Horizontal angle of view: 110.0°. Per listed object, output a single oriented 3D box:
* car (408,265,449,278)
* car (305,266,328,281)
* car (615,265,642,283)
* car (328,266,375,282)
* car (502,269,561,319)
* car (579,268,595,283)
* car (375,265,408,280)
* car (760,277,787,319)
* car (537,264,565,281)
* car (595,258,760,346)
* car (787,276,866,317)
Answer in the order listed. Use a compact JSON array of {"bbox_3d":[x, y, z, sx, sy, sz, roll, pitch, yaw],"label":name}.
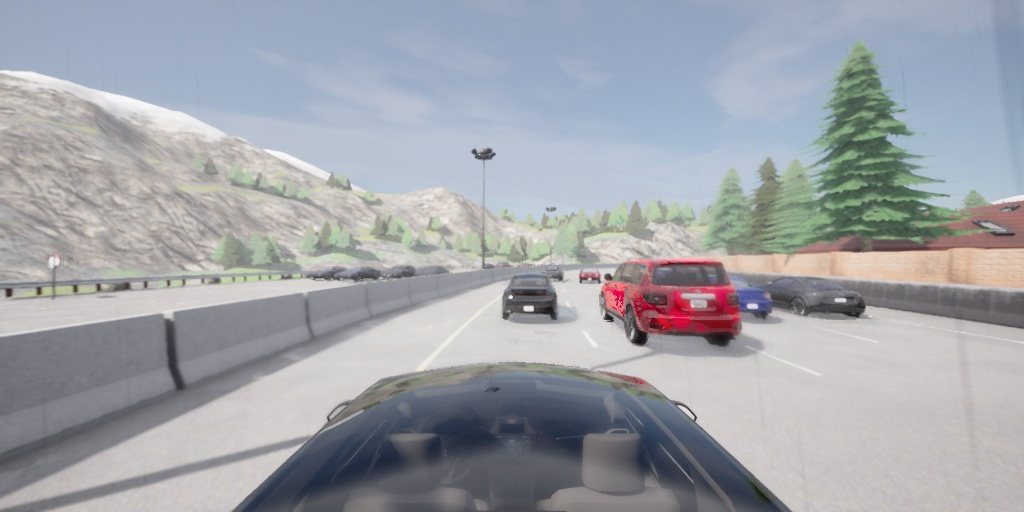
[{"bbox_3d":[-7.320,1.612,32.943,1.837,1.490,4.892,0,-1,12],"label":"car"},{"bbox_3d":[-17.620,1.654,35.134,2.033,1.411,5.357,0,-1,11],"label":"car"},{"bbox_3d":[11.106,1.666,34.495,2.128,1.511,4.902,0,-1,13],"label":"car"},{"bbox_3d":[-14.322,1.646,33.764,2.033,1.411,5.357,0,-1,11],"label":"car"},{"bbox_3d":[0.717,1.399,13.498,1.837,1.490,4.892,0,-1,5],"label":"car"},{"bbox_3d":[7.202,1.749,33.202,1.895,1.301,4.718,0,-1,12],"label":"car"},{"bbox_3d":[-10.609,1.620,34.290,1.837,1.490,4.892,0,-1,12],"label":"car"},{"bbox_3d":[7.733,1.438,13.521,1.812,1.442,4.674,0,-1,5],"label":"car"},{"bbox_3d":[4.037,1.653,34.981,2.128,1.511,4.902,0,-1,12],"label":"car"},{"bbox_3d":[3.938,1.082,9.931,2.150,2.045,5.566,0,0,3],"label":"car"},{"bbox_3d":[11.305,1.493,14.131,1.994,1.385,4.181,0,-1,5],"label":"car"}]
